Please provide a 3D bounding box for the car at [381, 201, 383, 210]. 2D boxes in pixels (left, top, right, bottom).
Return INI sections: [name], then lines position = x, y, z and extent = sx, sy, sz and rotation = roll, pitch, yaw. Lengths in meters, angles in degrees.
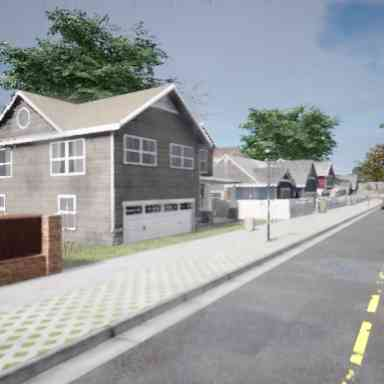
[car]
position = 24.991, 1.511, 41.903
extent = 2.033, 1.411, 5.357
rotation = 0, 0, 33
